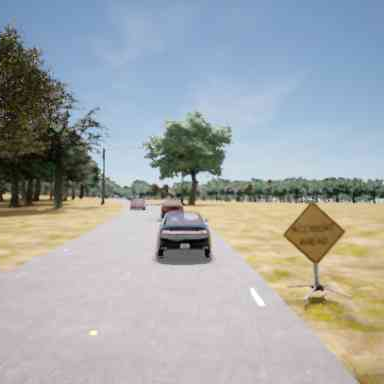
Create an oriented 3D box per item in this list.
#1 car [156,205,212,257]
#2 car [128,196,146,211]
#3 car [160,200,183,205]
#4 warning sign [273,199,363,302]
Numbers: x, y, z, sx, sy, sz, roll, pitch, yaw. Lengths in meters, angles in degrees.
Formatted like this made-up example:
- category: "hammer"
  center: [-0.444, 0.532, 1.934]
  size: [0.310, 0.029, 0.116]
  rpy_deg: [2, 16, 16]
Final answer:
- category: "car"
  center: [-0.348, 1.486, 12.910]
  size: [2.128, 1.511, 4.902]
  rpy_deg: [0, 0, -3]
- category: "car"
  center: [-6.666, 1.515, 41.207]
  size: [1.812, 1.442, 4.674]
  rpy_deg: [1, 0, -9]
- category: "car"
  center: [-1.833, 1.479, 29.979]
  size: [1.882, 1.535, 5.008]
  rpy_deg: [0, 0, -6]
- category: "warning sign"
  center: [2.497, 1.116, 6.788]
  size: [1.300, 1.860, 1.060]
  rpy_deg: [-3, -3, -2]
